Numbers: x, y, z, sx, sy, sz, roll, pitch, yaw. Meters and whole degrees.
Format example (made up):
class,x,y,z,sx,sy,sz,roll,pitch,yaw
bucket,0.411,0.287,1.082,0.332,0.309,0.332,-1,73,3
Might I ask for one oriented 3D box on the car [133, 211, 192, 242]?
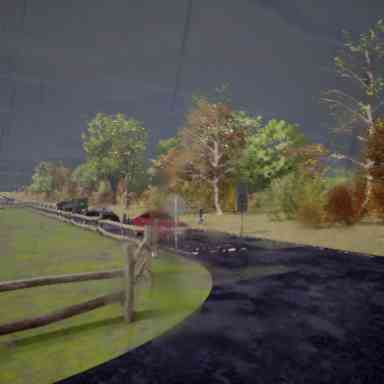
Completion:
class,x,y,z,sx,sy,sz,roll,pitch,yaw
car,-1.793,1.791,18.434,1.812,1.442,4.674,0,-1,-31

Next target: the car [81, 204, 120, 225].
class,x,y,z,sx,sy,sz,roll,pitch,yaw
car,-7.603,1.969,28.038,1.994,1.385,4.181,0,-1,-31

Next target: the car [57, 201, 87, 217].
class,x,y,z,sx,sy,sz,roll,pitch,yaw
car,-13.893,2.112,38.485,1.994,1.385,4.181,0,-1,-31

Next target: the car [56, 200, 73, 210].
class,x,y,z,sx,sy,sz,roll,pitch,yaw
car,-22.150,2.273,57.788,1.882,1.535,5.008,0,-1,-31

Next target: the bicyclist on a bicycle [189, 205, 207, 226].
class,x,y,z,sx,sy,sz,roll,pitch,yaw
bicyclist on a bicycle,0.495,1.828,26.189,1.656,1.620,0.582,0,-1,-31

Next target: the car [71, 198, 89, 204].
class,x,y,z,sx,sy,sz,roll,pitch,yaw
car,-16.674,1.903,48.742,2.150,2.045,5.566,0,-1,-31
